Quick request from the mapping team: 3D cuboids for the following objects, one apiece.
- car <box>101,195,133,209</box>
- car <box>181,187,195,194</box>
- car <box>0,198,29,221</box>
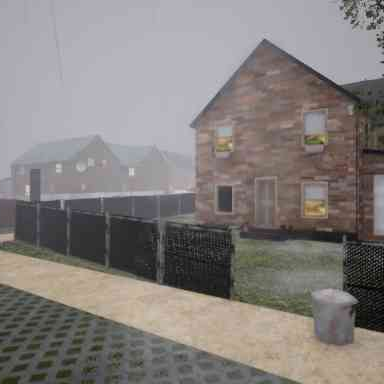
[{"bbox_3d":[-6.529,0.983,29.784,1.812,1.442,4.674,0,1,34],"label":"car"},{"bbox_3d":[0.718,0.375,40.663,2.150,2.045,5.566,0,1,34],"label":"car"},{"bbox_3d":[-12.143,1.179,21.271,1.882,1.535,5.008,0,1,32],"label":"car"}]
